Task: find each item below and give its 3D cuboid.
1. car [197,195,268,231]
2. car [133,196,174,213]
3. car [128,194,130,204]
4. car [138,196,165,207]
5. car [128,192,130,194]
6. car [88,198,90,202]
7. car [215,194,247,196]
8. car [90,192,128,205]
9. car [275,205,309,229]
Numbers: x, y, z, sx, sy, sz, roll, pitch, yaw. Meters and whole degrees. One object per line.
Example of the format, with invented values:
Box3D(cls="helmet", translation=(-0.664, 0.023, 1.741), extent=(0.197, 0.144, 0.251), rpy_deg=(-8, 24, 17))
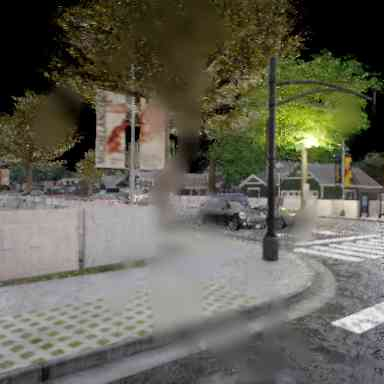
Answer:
Box3D(cls="car", translation=(2.296, 1.253, 19.707), extent=(2.097, 1.767, 4.553), rpy_deg=(1, 0, -34))
Box3D(cls="car", translation=(-3.948, 1.394, 34.639), extent=(2.033, 1.411, 5.357), rpy_deg=(1, 0, -34))
Box3D(cls="car", translation=(-11.464, 1.343, 51.756), extent=(1.994, 1.385, 4.181), rpy_deg=(1, 0, -34))
Box3D(cls="car", translation=(-6.121, 1.339, 49.615), extent=(1.882, 1.535, 5.008), rpy_deg=(1, 0, -34))
Box3D(cls="car", translation=(-12.049, 1.011, 58.252), extent=(2.150, 2.045, 5.566), rpy_deg=(1, 0, -34))
Box3D(cls="car", translation=(-14.133, 1.290, 49.759), extent=(1.837, 1.490, 4.892), rpy_deg=(1, 0, -34))
Box3D(cls="car", translation=(2.937, 1.172, 30.719), extent=(2.150, 2.045, 5.566), rpy_deg=(1, 0, -35))
Box3D(cls="car", translation=(-9.163, 1.117, 36.544), extent=(2.097, 1.767, 4.553), rpy_deg=(1, 0, -34))
Box3D(cls="car", translation=(5.259, 1.520, 21.120), extent=(1.994, 1.385, 4.181), rpy_deg=(1, 0, -34))
